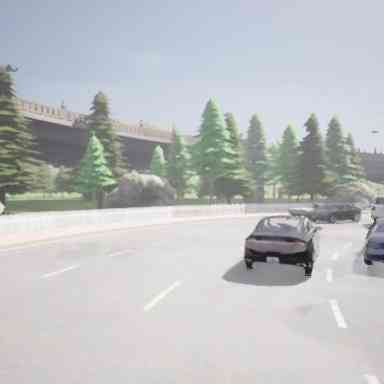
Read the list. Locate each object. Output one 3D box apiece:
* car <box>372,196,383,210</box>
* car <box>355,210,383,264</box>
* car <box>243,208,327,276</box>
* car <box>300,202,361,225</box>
[{"bbox_3d":[15.052,1.295,23.308,5.566,2.045,2.150,0,0,-28],"label":"car"},{"bbox_3d":[6.968,1.580,11.304,2.033,1.411,5.357,0,0,31],"label":"car"},{"bbox_3d":[2.993,1.498,10.587,2.128,1.511,4.902,0,0,23],"label":"car"},{"bbox_3d":[10.654,1.546,24.840,4.892,1.490,1.837,0,0,-32],"label":"car"}]
